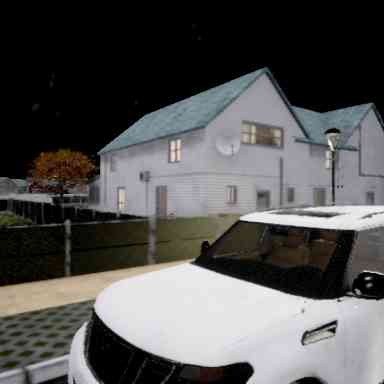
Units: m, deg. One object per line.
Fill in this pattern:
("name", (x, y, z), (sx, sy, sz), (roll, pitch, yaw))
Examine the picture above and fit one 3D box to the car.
("car", (1.498, 1.223, 4.089), (5.566, 2.045, 2.150), (0, 0, -35))
